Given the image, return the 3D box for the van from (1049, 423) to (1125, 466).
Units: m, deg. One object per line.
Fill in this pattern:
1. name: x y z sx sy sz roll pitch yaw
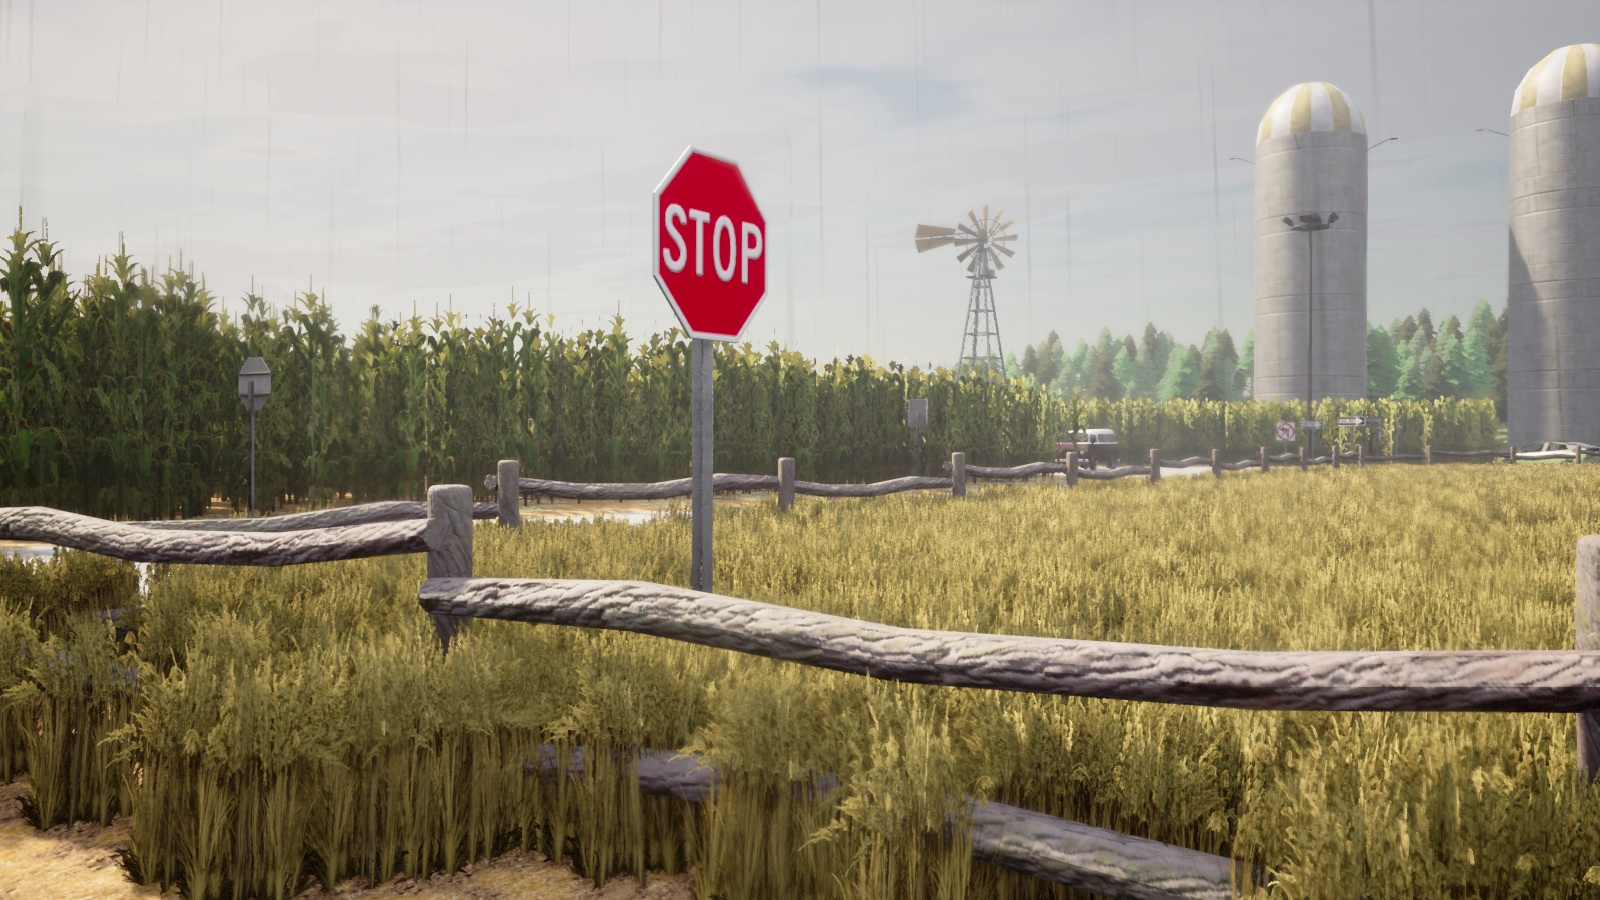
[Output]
1. van: 14.301 -0.282 62.419 2.069 2.038 4.480 -1 0 35

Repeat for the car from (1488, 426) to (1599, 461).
1. car: 33.749 -0.299 56.556 2.007 1.525 4.514 -1 1 -23
